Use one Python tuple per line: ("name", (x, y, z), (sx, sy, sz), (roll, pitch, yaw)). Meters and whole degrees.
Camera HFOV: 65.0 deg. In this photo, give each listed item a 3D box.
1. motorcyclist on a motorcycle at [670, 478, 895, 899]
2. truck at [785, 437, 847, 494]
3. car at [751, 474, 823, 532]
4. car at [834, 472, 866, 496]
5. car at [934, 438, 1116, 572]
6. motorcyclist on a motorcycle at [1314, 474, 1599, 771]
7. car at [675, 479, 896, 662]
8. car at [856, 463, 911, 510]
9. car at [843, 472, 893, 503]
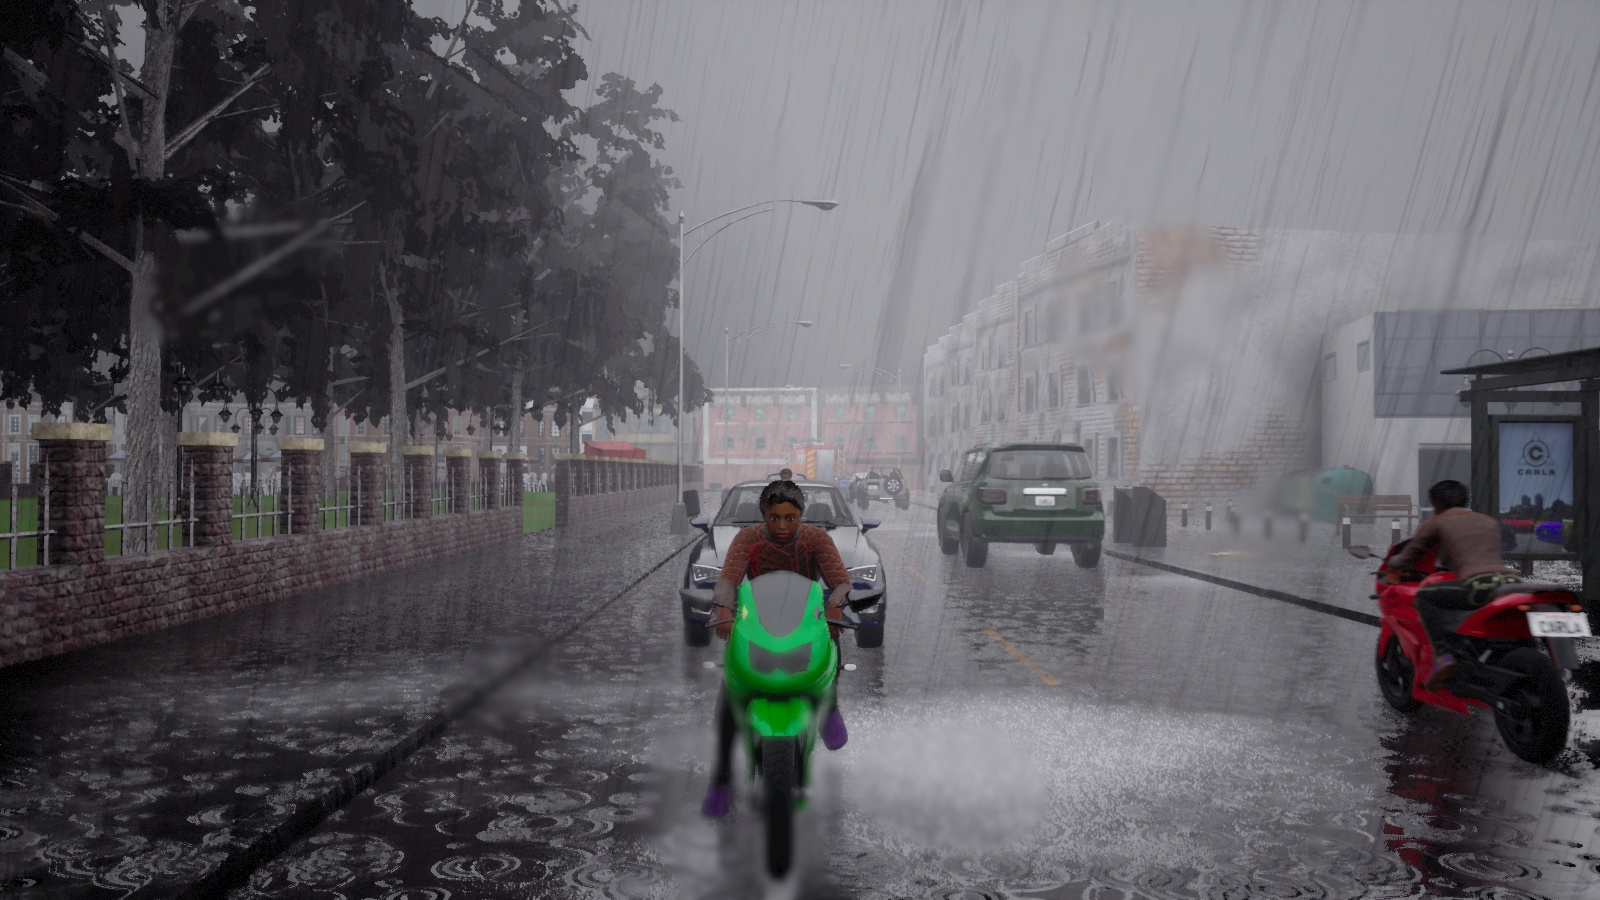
("motorcyclist on a motorcycle", (-0.073, 0.890, 5.518), (0.797, 1.523, 2.044), (0, -1, -1))
("truck", (1.022, 1.141, 89.539), (2.891, 3.827, 8.468), (0, -1, -10))
("car", (-0.355, 1.407, 34.463), (1.845, 1.501, 3.633), (0, -1, -1))
("car", (3.144, 2.156, 80.022), (1.816, 1.474, 4.193), (0, -1, -1))
("car", (3.764, 0.889, 22.122), (2.150, 2.045, 5.566), (0, -1, -1))
("motorcyclist on a motorcycle", (3.908, 0.907, 7.508), (0.797, 1.523, 2.044), (0, -1, -1))
("car", (-0.140, 1.037, 12.438), (1.816, 1.474, 4.193), (0, -1, -1))
("car", (3.449, 1.496, 52.461), (1.932, 1.855, 4.605), (0, -1, 0))
("car", (3.337, 1.852, 62.729), (2.163, 1.488, 4.792), (0, -1, -1))
